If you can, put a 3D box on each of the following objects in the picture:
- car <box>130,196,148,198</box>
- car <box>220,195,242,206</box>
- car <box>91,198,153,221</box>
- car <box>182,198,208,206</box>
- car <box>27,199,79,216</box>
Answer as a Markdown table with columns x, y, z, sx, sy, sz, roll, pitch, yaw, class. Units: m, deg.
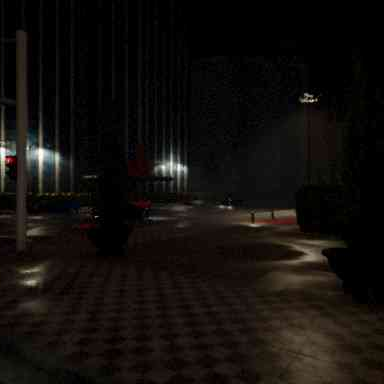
| x | y | z | sx | sy | sz | roll | pitch | yaw | class |
| --- | --- | --- | --- | --- | --- | --- | --- | --- | --- |
| -6.368 | 1.294 | 36.176 | 2.097 | 1.767 | 4.553 | 0 | 0 | 35 | car |
| 6.384 | 1.291 | 54.275 | 2.097 | 1.767 | 4.553 | 0 | 0 | 35 | car |
| -5.276 | 1.463 | 25.217 | 1.837 | 1.490 | 4.892 | 0 | 0 | 35 | car |
| 0.505 | 1.535 | 52.053 | 1.895 | 1.301 | 4.718 | 0 | 0 | 35 | car |
| -13.432 | 1.413 | 32.176 | 1.882 | 1.535 | 5.008 | 0 | 0 | 35 | car |
